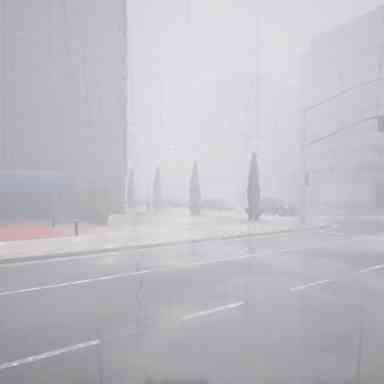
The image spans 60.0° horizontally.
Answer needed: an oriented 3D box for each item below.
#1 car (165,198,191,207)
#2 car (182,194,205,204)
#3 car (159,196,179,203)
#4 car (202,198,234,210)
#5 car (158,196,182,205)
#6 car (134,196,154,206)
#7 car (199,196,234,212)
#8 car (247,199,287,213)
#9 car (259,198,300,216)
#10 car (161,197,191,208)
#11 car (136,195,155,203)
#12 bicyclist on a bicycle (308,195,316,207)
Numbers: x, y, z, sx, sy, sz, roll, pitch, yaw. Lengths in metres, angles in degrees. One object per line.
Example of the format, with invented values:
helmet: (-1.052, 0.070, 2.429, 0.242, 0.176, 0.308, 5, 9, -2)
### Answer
car: (-2.298, 1.600, 53.257, 1.895, 1.301, 4.718, 0, 0, -35)
car: (0.256, 1.351, 62.167, 2.097, 1.767, 4.553, 0, 0, -35)
car: (-4.875, 1.600, 69.501, 1.895, 1.301, 4.718, 0, 0, -35)
car: (3.429, 1.525, 45.021, 1.812, 1.442, 4.674, 0, 0, -35)
car: (-4.170, 1.547, 62.396, 2.033, 1.411, 5.357, 0, 0, -35)
car: (-8.199, 1.525, 55.646, 1.812, 1.442, 4.674, 0, 0, -34)
car: (2.922, 1.491, 39.622, 2.128, 1.511, 4.902, 0, 0, -35)
car: (8.433, 1.564, 37.833, 1.994, 1.385, 4.181, 0, 0, -35)
car: (8.123, 1.352, 32.152, 2.097, 1.767, 4.553, 0, 0, -35)
car: (-2.648, 1.547, 47.623, 2.033, 1.411, 5.357, 0, 0, -35)
car: (-9.891, 1.519, 70.420, 2.128, 1.511, 4.902, 0, 0, -35)
bicyclist on a bicycle: (16.852, 1.300, 46.709, 1.656, 1.620, 0.582, 0, 0, -35)
